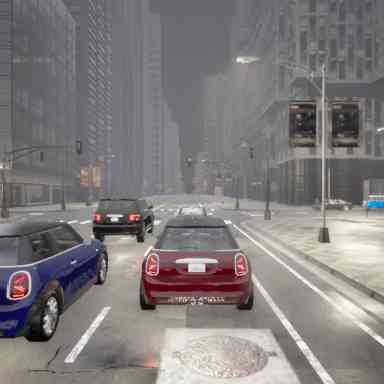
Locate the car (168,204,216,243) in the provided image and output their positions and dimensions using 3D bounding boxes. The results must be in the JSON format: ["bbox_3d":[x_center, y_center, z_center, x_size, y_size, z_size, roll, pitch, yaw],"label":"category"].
[{"bbox_3d":[0.050,1.491,17.147,2.128,1.511,4.902,0,0,2],"label":"car"}]

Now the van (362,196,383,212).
[{"bbox_3d":[21.407,1.292,37.556,3.998,1.788,1.690,0,0,0],"label":"van"}]

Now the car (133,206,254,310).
[{"bbox_3d":[0.081,1.352,7.960,2.097,1.767,4.553,0,0,0],"label":"car"}]

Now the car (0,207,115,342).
[{"bbox_3d":[-3.166,1.352,6.640,2.097,1.767,4.553,0,0,0],"label":"car"}]

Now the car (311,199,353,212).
[{"bbox_3d":[15.789,1.513,37.567,4.403,1.369,2.008,0,0,0],"label":"car"}]

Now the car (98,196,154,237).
[{"bbox_3d":[-3.188,1.222,16.352,2.150,2.045,5.566,0,0,0],"label":"car"}]
